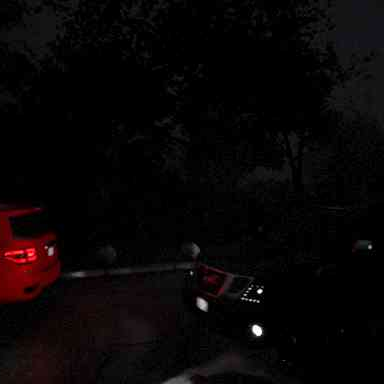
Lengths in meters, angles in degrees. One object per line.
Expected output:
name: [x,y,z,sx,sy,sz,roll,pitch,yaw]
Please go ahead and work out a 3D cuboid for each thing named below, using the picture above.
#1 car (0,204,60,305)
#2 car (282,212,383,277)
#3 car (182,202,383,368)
car: [-5.401,1.259,6.103,5.566,2.045,2.150,0,0,-8]
car: [5.341,1.540,11.063,4.892,1.490,1.837,0,0,-35]
car: [2.587,1.231,5.978,5.566,2.045,2.150,0,0,-28]
